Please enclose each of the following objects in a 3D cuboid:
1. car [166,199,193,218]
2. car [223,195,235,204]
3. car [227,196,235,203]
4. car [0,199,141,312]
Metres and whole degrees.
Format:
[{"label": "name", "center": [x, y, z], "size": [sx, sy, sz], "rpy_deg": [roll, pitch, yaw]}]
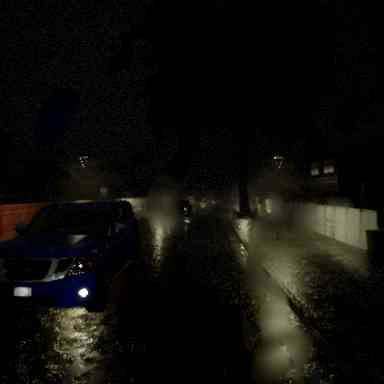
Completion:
[{"label": "car", "center": [-1.126, 1.479, 31.812], "size": [2.097, 1.767, 4.553], "rpy_deg": [0, 0, 6]}, {"label": "car", "center": [8.421, 1.639, 76.680], "size": [2.150, 2.045, 5.566], "rpy_deg": [0, 0, 10]}, {"label": "car", "center": [10.144, 1.916, 86.926], "size": [1.882, 1.535, 5.008], "rpy_deg": [0, 0, 10]}, {"label": "car", "center": [-2.670, 1.244, 8.127], "size": [2.150, 2.045, 5.566], "rpy_deg": [0, 0, 1]}]
